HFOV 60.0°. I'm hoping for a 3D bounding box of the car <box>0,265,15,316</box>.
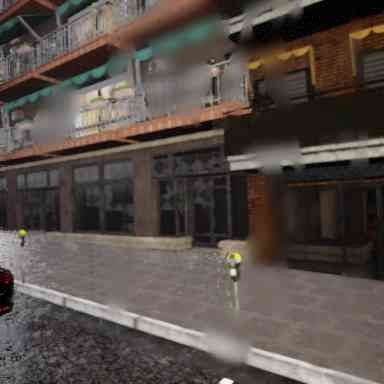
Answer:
[{"bbox_3d":[-5.091,1.645,6.383,4.313,1.339,1.947,-1,-2,36],"label":"car"}]
